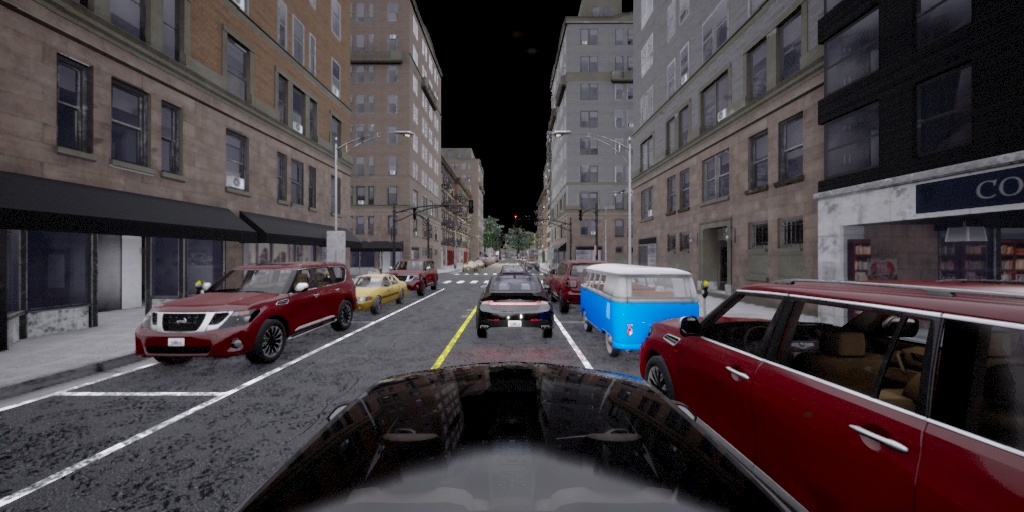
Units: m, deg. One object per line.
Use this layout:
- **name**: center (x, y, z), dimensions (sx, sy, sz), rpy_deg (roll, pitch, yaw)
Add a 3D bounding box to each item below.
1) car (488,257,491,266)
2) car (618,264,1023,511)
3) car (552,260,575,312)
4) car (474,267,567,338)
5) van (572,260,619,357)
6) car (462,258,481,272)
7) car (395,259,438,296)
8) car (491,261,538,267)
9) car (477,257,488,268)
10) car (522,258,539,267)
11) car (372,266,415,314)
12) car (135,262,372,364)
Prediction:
- **car**: center (-5.365, 1.058, 63.084), dimensions (2.192, 1.841, 5.009), rpy_deg (0, 0, 0)
- **car**: center (2.638, 1.065, 2.587), dimensions (2.192, 1.841, 5.009), rpy_deg (0, 0, 0)
- **car**: center (2.646, 1.063, 13.945), dimensions (2.192, 1.841, 5.009), rpy_deg (0, 0, 0)
- **car**: center (0.079, 1.241, 10.140), dimensions (2.128, 1.511, 4.902), rpy_deg (0, 0, 0)
- **van**: center (2.642, 1.090, 8.266), dimensions (1.690, 1.789, 3.998), rpy_deg (0, 0, 0)
- **car**: center (-5.383, 1.269, 46.468), dimensions (1.751, 1.417, 4.829), rpy_deg (0, 0, 0)
- **car**: center (-5.388, 1.062, 19.631), dimensions (2.192, 1.841, 5.009), rpy_deg (0, 0, 0)
- **car**: center (0.082, 1.239, 20.191), dimensions (2.128, 1.511, 4.902), rpy_deg (0, 0, -1)
- **car**: center (-5.371, 1.269, 57.432), dimensions (1.751, 1.417, 4.829), rpy_deg (0, 0, 0)
- **car**: center (2.670, 1.294, 46.632), dimensions (2.007, 1.370, 4.403), rpy_deg (0, 0, 0)
- **car**: center (-5.391, 1.274, 13.782), dimensions (1.751, 1.417, 4.829), rpy_deg (0, 0, 0)
- **car**: center (-5.394, 1.064, 8.274), dimensions (2.192, 1.841, 5.009), rpy_deg (0, 0, 0)
